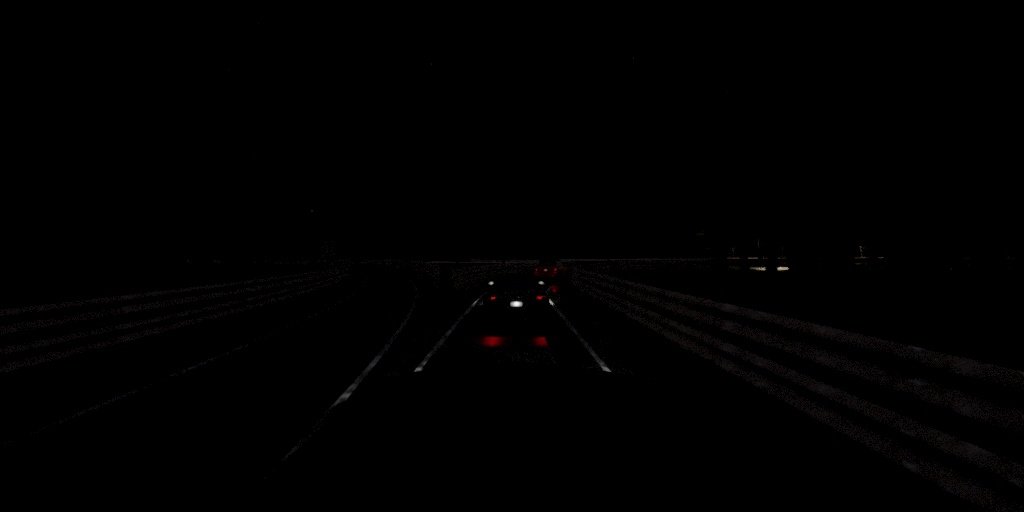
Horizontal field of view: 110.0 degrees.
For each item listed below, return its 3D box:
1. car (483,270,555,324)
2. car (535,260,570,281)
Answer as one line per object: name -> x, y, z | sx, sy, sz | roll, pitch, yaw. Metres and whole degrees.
car -> 0.154, 1.319, 11.985 | 1.994, 1.385, 4.181 | -1, 0, 1
car -> 3.469, 1.125, 30.517 | 2.097, 1.767, 4.553 | -1, 0, 22
